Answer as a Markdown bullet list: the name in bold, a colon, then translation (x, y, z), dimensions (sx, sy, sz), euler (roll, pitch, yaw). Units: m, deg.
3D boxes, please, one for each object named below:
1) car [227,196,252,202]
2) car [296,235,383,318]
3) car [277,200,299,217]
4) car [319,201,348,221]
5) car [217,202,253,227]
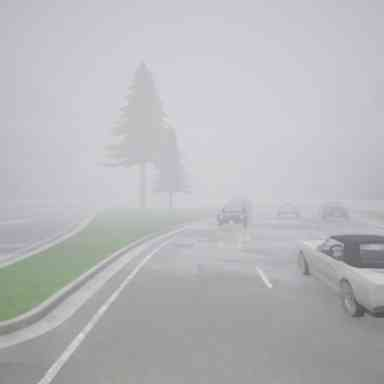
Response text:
- **car**: translation (5.694, 1.282, 40.377), dimensions (2.097, 1.767, 4.553), euler (0, 0, -13)
- **car**: translation (3.760, 1.588, 7.296), dimensions (1.895, 1.301, 4.718), euler (0, 0, 2)
- **car**: translation (8.837, 1.473, 30.533), dimensions (1.812, 1.442, 4.674), euler (0, 0, 16)
- **car**: translation (11.483, 1.479, 27.111), dimensions (1.812, 1.442, 4.674), euler (0, 0, 16)
- **car**: translation (2.984, 1.562, 22.545), dimensions (1.895, 1.301, 4.718), euler (0, 0, 15)
